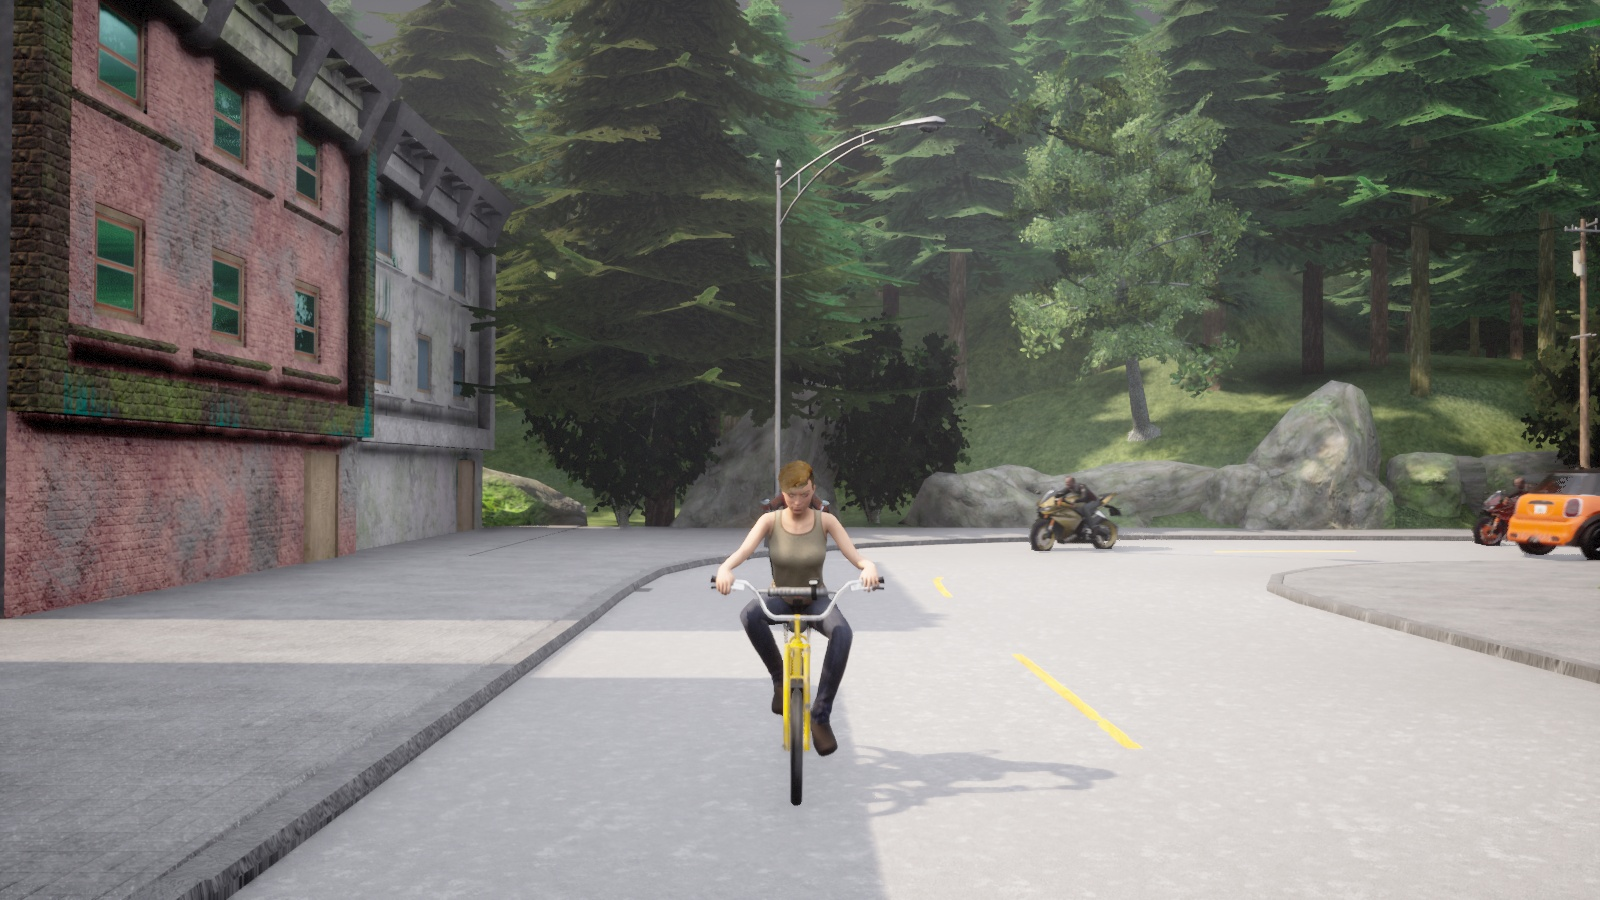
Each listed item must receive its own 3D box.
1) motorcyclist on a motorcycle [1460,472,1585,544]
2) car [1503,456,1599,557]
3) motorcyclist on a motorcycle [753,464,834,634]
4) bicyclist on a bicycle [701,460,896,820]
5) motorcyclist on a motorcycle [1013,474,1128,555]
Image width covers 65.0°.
[{"bbox_3d":[15.561,1.241,27.084,2.191,1.530,0.866,0,-1,-1],"label":"motorcyclist on a motorcycle"},{"bbox_3d":[15.787,0.997,23.092,4.553,1.767,2.097,0,-1,-3],"label":"car"},{"bbox_3d":[-0.032,0.988,13.378,0.766,1.649,2.350,0,-1,2],"label":"motorcyclist on a motorcycle"},{"bbox_3d":[-0.006,0.858,6.386,0.866,1.612,1.509,0,-1,0],"label":"bicyclist on a bicycle"},{"bbox_3d":[5.394,1.249,25.019,2.191,1.530,0.866,0,0,-28],"label":"motorcyclist on a motorcycle"}]
